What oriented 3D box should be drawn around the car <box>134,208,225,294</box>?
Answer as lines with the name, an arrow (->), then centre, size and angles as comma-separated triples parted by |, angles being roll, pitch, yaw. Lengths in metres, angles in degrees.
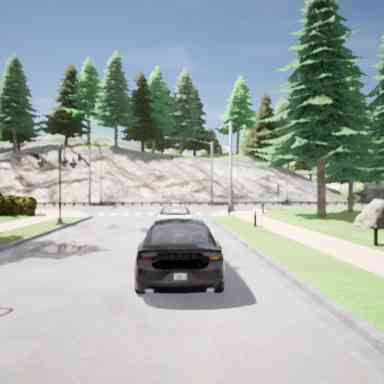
car -> -0.343, 1.398, 8.646 | 1.882, 1.535, 5.008 | 0, 1, -3

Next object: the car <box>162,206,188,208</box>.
car -> -0.983, 1.428, 19.037 | 1.895, 1.301, 4.718 | 0, 1, -4
